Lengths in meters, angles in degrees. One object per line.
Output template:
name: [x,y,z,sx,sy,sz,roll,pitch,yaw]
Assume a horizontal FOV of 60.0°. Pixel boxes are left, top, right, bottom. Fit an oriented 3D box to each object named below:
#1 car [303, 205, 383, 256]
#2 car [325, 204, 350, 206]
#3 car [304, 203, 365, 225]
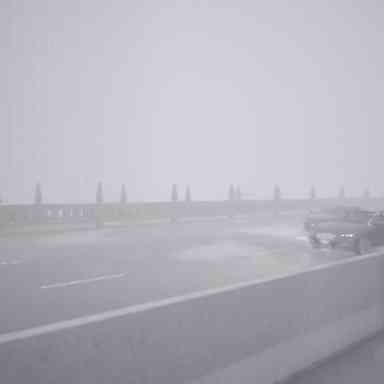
car: [6.593,1.457,12.990,4.902,1.511,2.128,0,0,-35]
car: [8.154,1.460,18.399,4.892,1.490,1.837,0,0,-35]
car: [10.488,1.544,24.361,4.718,1.301,1.895,0,0,-35]
